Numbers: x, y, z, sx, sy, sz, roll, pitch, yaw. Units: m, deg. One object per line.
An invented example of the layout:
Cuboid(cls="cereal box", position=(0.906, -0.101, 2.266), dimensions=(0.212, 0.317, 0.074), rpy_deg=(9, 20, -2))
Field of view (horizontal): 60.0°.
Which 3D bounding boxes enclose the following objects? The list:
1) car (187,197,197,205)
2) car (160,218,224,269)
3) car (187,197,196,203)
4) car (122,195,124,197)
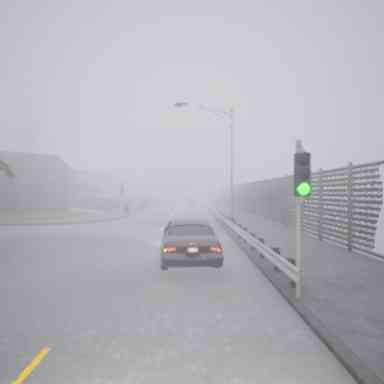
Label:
Cuboid(cls="car", position=(-0.031, 1.724, 65.127), dimensions=(1.994, 1.385, 4.181), rpy_deg=(0, 0, 0))
Cuboid(cls="car", position=(-0.122, 1.576, 11.262), dimensions=(2.033, 1.411, 5.357), rpy_deg=(0, 0, -3))
Cuboid(cls="car", position=(-0.038, 1.737, 75.187), dimensions=(1.994, 1.385, 4.181), rpy_deg=(0, 0, 0))
Cuboid(cls="car", position=(-17.316, 1.319, 75.606), dimensions=(3.633, 1.501, 1.845), rpy_deg=(0, 0, 0))
